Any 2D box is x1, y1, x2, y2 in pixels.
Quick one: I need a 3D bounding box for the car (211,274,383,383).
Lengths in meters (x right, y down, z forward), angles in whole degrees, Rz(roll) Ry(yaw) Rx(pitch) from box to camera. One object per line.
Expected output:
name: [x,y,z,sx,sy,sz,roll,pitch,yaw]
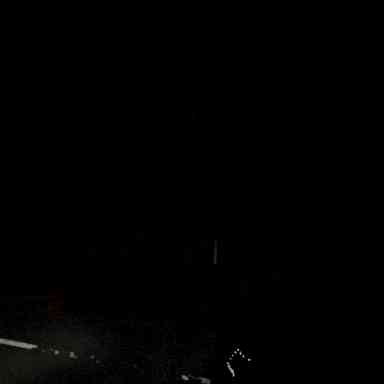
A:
car: [2.969,1.491,2.847,5.566,2.045,2.150,1,-2,17]
